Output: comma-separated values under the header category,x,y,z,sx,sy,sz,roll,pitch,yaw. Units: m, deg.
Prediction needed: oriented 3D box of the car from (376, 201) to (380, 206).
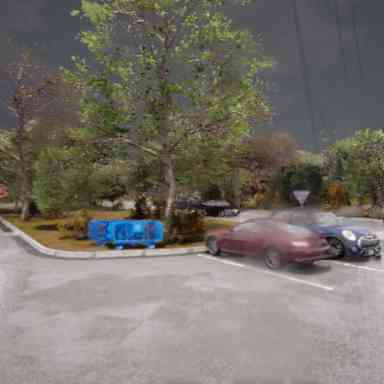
category,x,y,z,sx,sy,sz,roll,pitch,yaw
car,33.264,1.763,55.510,2.097,1.767,4.553,-2,3,-35

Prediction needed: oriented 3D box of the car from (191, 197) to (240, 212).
category,x,y,z,sx,sy,sz,roll,pitch,yaw
car,2.500,1.555,31.715,2.128,1.511,4.902,-2,2,-35

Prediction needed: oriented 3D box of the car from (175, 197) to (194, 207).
category,x,y,z,sx,sy,sz,roll,pitch,yaw
car,-0.512,1.337,41.334,1.837,1.490,4.892,-2,2,-36

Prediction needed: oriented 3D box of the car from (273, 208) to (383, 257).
category,x,y,z,sx,sy,sz,roll,pitch,yaw
car,4.962,1.495,13.374,2.185,1.767,4.553,1,-1,-35

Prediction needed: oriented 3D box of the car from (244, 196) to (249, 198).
category,x,y,z,sx,sy,sz,roll,pitch,yaw
car,10.422,1.433,66.247,4.674,1.442,1.812,2,-1,-25

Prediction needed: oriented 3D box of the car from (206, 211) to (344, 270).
category,x,y,z,sx,sy,sz,roll,pitch,yaw
car,2.406,1.620,11.495,2.002,1.452,4.674,1,-1,-35
